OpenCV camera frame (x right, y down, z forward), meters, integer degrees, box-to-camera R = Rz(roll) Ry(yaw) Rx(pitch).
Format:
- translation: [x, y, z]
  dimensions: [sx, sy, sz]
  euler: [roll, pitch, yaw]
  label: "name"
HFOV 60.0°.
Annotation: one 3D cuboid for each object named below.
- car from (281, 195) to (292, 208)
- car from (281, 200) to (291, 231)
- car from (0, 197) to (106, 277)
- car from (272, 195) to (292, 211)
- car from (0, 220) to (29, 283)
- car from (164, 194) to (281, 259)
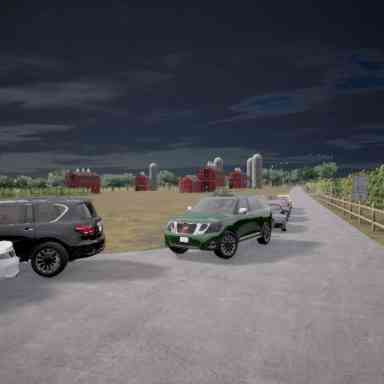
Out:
- translation: [6.248, 1.235, 24.741]
  dimensions: [1.882, 1.535, 5.008]
  euler: [0, 0, 18]
  label: "car"
- translation: [4.401, 1.380, 19.005]
  dimensions: [1.994, 1.385, 4.181]
  euler: [0, 0, 17]
  label: "car"
- translation: [-5.372, 1.226, 9.601]
  dimensions: [5.566, 2.045, 2.150]
  euler: [-1, 1, -4]
  label: "car"
- translation: [9.976, 1.110, 36.492]
  dimensions: [1.882, 1.535, 5.008]
  euler: [0, 0, 18]
  label: "car"
- translation: [-6.105, 1.612, 6.679]
  dimensions: [4.674, 1.442, 1.812]
  euler: [-2, 2, -38]
  label: "car"
- translation: [1.289, 1.108, 12.679]
  dimensions: [2.150, 2.045, 5.566]
  euler: [0, 0, 34]
  label: "car"
